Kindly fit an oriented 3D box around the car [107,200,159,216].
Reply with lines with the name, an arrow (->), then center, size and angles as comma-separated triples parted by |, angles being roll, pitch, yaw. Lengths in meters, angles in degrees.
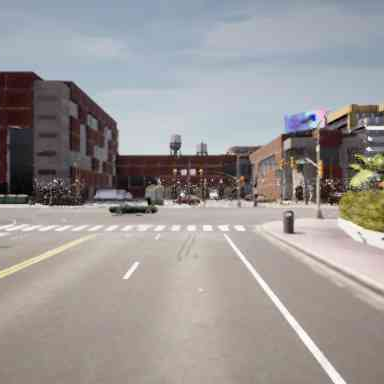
car -> -5.699, 1.679, 32.860 | 4.718, 1.301, 1.895 | 0, 0, 1
